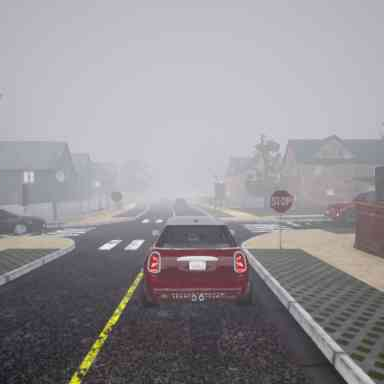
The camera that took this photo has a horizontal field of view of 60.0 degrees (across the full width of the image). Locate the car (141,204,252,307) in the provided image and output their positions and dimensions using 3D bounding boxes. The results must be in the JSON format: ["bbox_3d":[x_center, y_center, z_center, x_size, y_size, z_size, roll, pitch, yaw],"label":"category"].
[{"bbox_3d":[0.045,1.353,8.151,2.097,1.767,4.553,0,0,-1],"label":"car"}]

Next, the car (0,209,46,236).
[{"bbox_3d":[-10.976,1.695,18.862,5.008,1.535,1.882,-1,0,-4],"label":"car"}]

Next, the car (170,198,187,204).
[{"bbox_3d":[-1.832,1.671,50.372,1.837,1.490,4.892,0,0,-7],"label":"car"}]

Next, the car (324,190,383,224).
[{"bbox_3d":[11.554,0.919,21.517,5.566,2.045,2.150,-1,0,1],"label":"car"}]

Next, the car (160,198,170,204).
[{"bbox_3d":[-5.930,1.933,74.230,1.994,1.385,4.181,0,-1,-13],"label":"car"}]
